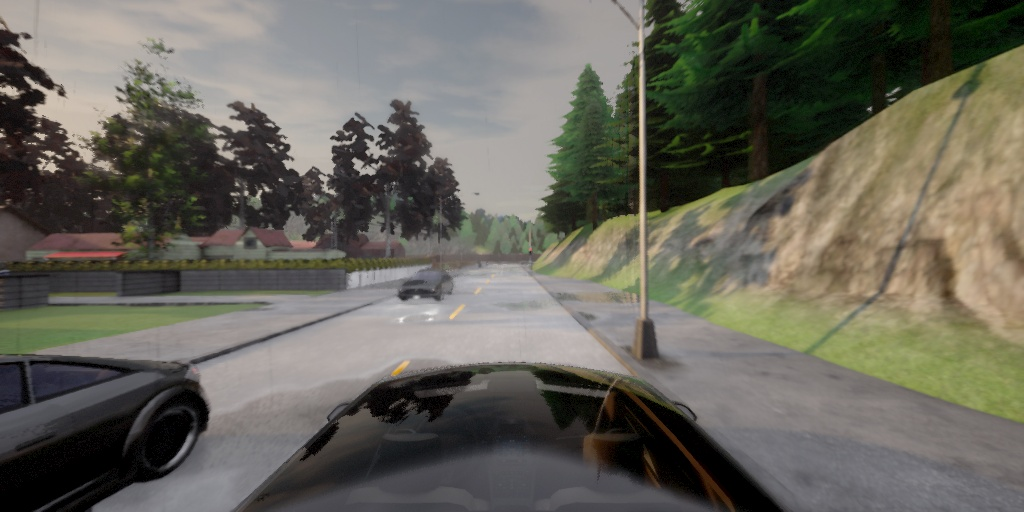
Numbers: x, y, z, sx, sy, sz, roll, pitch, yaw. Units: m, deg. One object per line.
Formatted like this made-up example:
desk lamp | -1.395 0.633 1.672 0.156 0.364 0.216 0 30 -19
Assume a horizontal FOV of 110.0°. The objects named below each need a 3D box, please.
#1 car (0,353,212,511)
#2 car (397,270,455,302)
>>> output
car | -4.098 1.352 1.943 1.994 1.385 4.181 -1 0 0
car | -4.088 1.397 17.983 2.033 1.411 5.357 -1 0 0
